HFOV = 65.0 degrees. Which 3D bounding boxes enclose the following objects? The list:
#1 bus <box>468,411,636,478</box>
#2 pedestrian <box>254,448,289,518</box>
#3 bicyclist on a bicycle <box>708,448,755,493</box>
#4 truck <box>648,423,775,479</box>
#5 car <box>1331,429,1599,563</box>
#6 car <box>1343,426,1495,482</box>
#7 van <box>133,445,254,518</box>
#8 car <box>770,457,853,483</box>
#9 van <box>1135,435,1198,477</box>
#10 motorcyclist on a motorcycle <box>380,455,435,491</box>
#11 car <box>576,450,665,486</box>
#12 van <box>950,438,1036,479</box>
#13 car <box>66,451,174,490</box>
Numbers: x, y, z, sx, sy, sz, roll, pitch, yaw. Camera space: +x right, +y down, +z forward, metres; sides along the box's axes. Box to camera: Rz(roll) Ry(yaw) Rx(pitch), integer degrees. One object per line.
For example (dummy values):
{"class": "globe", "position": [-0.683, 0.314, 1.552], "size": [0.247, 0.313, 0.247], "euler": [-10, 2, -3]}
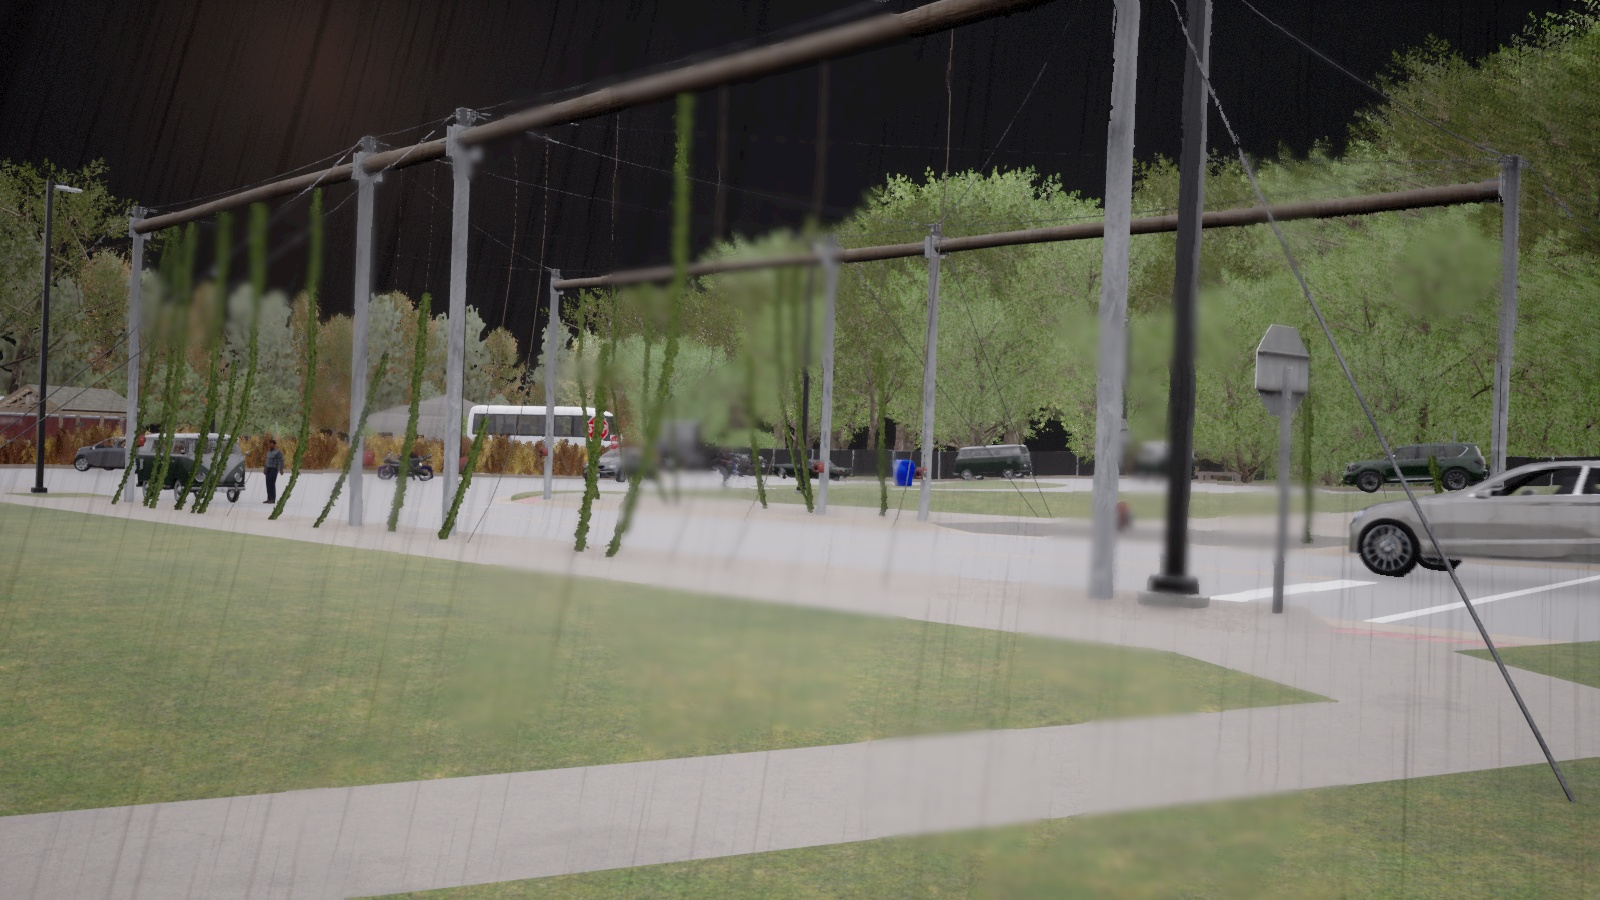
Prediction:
{"class": "bus", "position": [-16.410, -0.397, 83.295], "size": [10.273, 4.253, 3.944], "euler": [0, 1, 14]}
{"class": "pedestrian", "position": [-15.067, 0.925, 35.821], "size": [0.423, 1.949, 0.788], "euler": [1, 0, 30]}
{"class": "bicyclist on a bicycle", "position": [-2.720, 0.826, 49.851], "size": [1.843, 1.776, 0.659], "euler": [-1, -2, 37]}
{"class": "truck", "position": [-5.777, 0.029, 81.616], "size": [7.936, 3.462, 2.891], "euler": [0, 1, 27]}
{"class": "car", "position": [10.122, 0.591, 16.875], "size": [2.152, 1.651, 5.027], "euler": [1, -1, -44]}
{"class": "car", "position": [26.245, 0.187, 53.509], "size": [5.566, 2.045, 2.150], "euler": [-3, -1, 22]}
{"class": "van", "position": [-17.786, 0.882, 36.752], "size": [4.442, 1.987, 1.775], "euler": [0, -1, 44]}
{"class": "car", "position": [0.685, 1.197, 76.308], "size": [4.718, 1.301, 1.895], "euler": [2, 2, 33]}
{"class": "van", "position": [18.030, 0.290, 61.960], "size": [1.775, 1.987, 4.442], "euler": [0, 0, 0]}
{"class": "motorcyclist on a motorcycle", "position": [-16.921, 0.986, 54.116], "size": [2.191, 1.530, 0.866], "euler": [0, 1, -21]}
{"class": "car", "position": [-8.906, 0.903, 62.745], "size": [2.242, 1.667, 4.611], "euler": [1, -1, 25]}
{"class": "van", "position": [11.091, 0.506, 72.256], "size": [4.442, 1.987, 1.775], "euler": [-5, -2, 33]}
{"class": "car", "position": [-28.299, 0.829, 52.300], "size": [3.633, 1.501, 1.845], "euler": [1, 1, 14]}
